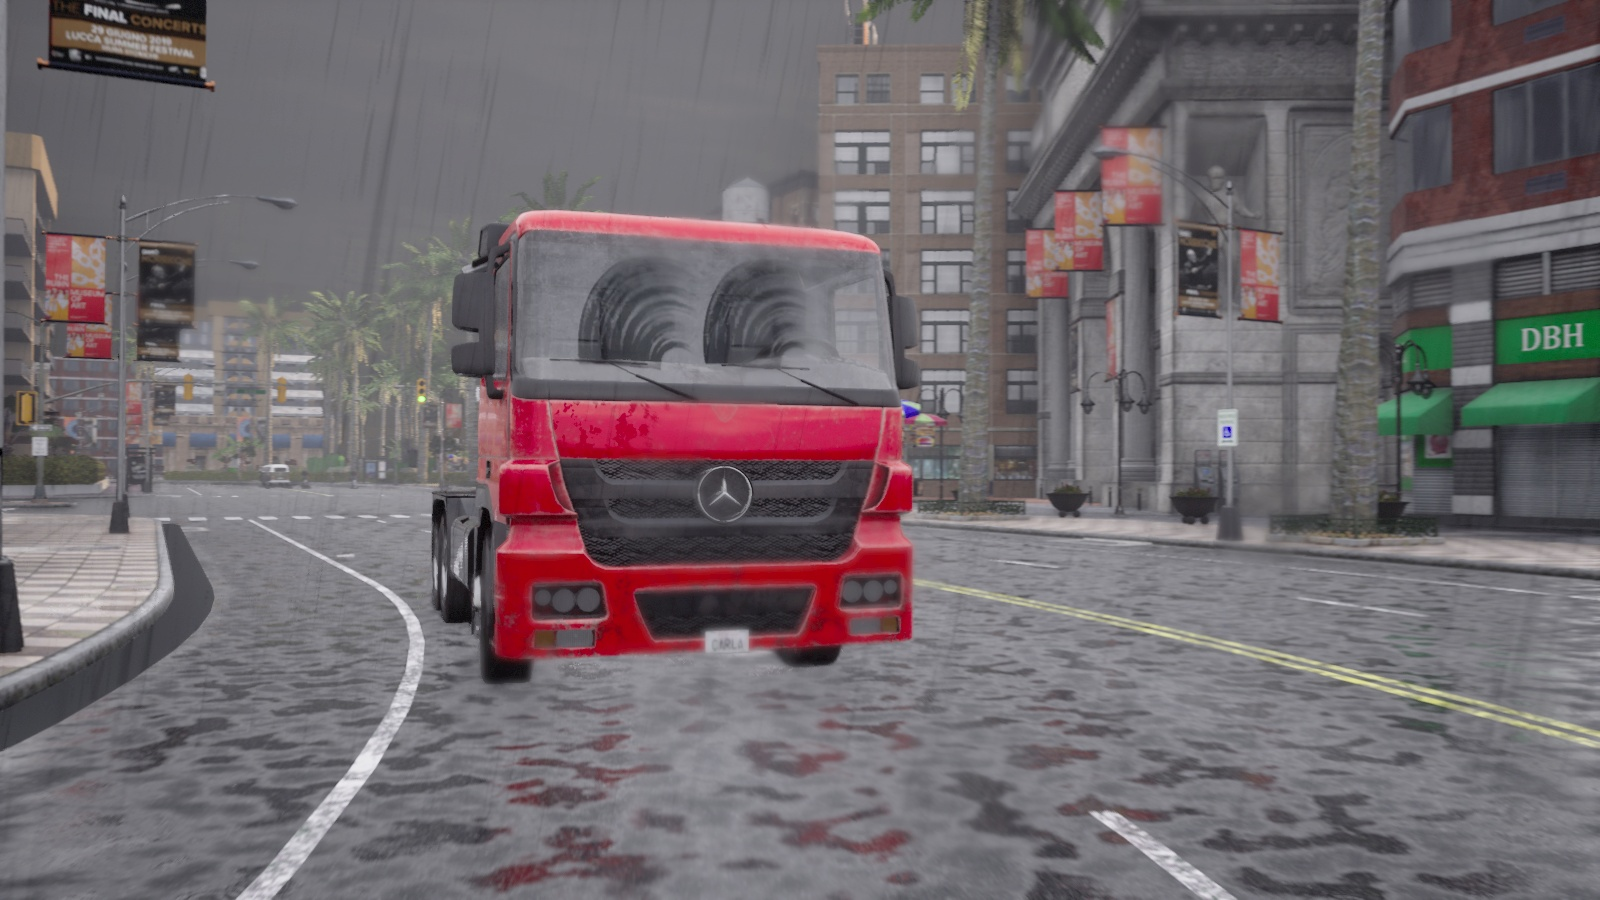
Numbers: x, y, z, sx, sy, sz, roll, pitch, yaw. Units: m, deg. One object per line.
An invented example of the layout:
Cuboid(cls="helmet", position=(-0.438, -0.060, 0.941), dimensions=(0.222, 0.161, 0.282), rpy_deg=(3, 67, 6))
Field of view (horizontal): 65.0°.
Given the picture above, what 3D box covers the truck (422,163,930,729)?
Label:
Cuboid(cls="truck", position=(-1.833, 0.041, 11.894), dimensions=(2.891, 3.462, 7.936), rpy_deg=(0, -1, -20))
